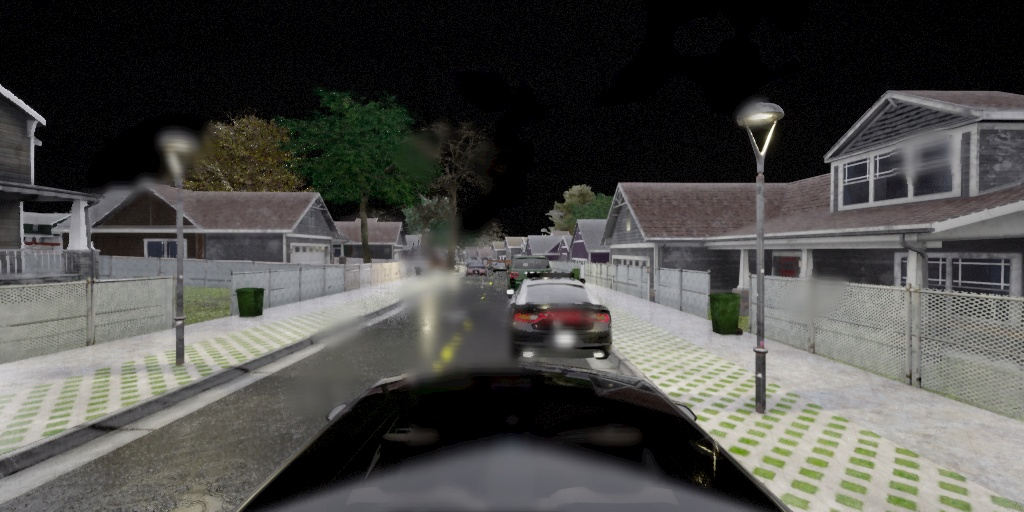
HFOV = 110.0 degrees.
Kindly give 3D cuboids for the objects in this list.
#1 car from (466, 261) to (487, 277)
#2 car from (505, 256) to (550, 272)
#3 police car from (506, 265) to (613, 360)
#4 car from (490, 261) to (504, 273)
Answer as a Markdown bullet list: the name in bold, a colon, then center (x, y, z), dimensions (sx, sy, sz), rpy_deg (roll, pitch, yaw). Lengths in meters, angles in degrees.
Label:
- **car**: center (-3.586, 1.406, 36.431), dimensions (1.994, 1.385, 4.181), rpy_deg (0, 0, -4)
- **car**: center (0.841, 1.001, 18.490), dimensions (2.150, 2.045, 5.566), rpy_deg (0, 0, -1)
- **police car**: center (0.896, 1.180, 8.516), dimensions (1.930, 1.638, 5.238), rpy_deg (0, 0, 0)
- **car**: center (-1.522, 1.477, 47.483), dimensions (1.994, 1.385, 4.181), rpy_deg (0, 0, -4)
